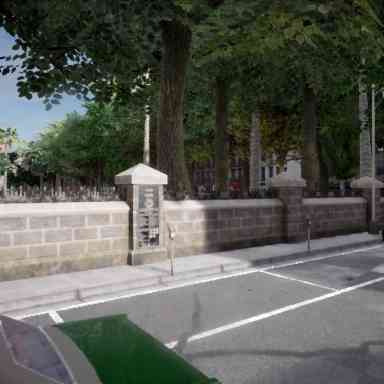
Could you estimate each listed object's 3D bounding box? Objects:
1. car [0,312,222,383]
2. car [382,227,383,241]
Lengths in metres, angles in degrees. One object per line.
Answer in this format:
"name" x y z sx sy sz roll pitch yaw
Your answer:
"car" -2.164 1.601 1.842 4.718 1.301 1.895 0 0 -35
"car" 9.756 1.310 13.500 5.009 1.841 2.192 0 0 -36
